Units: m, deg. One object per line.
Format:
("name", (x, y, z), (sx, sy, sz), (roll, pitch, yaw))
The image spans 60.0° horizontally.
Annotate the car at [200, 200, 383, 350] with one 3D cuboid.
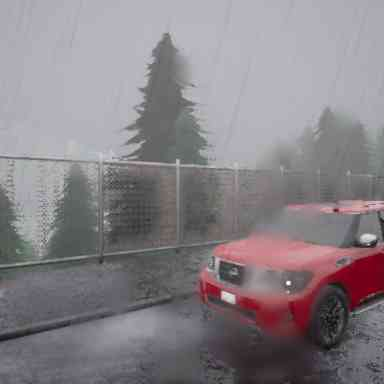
("car", (2.795, 1.221, 6.601), (5.566, 2.045, 2.150), (0, 0, -36))
